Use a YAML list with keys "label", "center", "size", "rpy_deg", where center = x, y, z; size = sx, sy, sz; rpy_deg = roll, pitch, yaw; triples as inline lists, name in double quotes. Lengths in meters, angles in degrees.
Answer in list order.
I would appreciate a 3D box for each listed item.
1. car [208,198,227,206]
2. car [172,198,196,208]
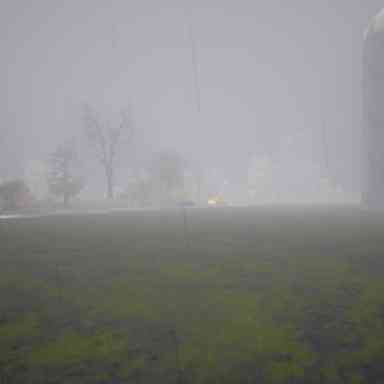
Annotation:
- label: "car"
  center: [4.895, 1.844, 63.540]
  size: [1.882, 1.535, 5.008]
  rpy_deg: [1, 0, 36]
- label: "car"
  center: [-1.290, 1.789, 54.842]
  size: [2.128, 1.511, 4.902]
  rpy_deg: [1, 0, 36]
